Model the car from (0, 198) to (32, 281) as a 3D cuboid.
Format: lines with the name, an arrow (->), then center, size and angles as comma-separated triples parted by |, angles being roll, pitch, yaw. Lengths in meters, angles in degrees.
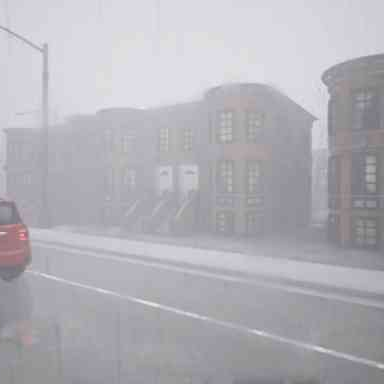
car -> -6.375, 1.181, 8.556 | 5.566, 2.045, 2.150 | -1, 0, 36
